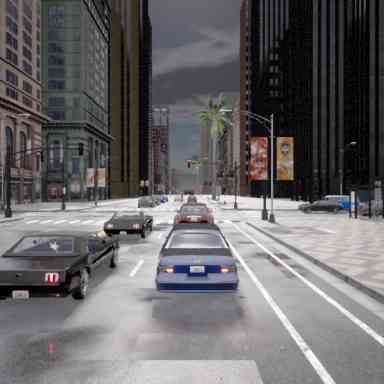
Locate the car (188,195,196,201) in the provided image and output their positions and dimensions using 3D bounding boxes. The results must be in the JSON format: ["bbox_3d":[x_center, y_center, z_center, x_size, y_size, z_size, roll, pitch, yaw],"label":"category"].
[{"bbox_3d":[-0.064,1.575,91.499,2.033,1.411,5.357,0,0,0],"label":"car"}]

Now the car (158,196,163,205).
[{"bbox_3d":[-6.617,1.526,58.064,1.837,1.490,4.892,0,0,0],"label":"car"}]

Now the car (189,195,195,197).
[{"bbox_3d":[0.040,1.552,70.530,1.812,1.442,4.674,0,0,0],"label":"car"}]

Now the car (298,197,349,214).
[{"bbox_3d":[13.714,1.520,35.500,4.674,1.442,1.812,0,0,2],"label":"car"}]

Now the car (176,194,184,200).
[{"bbox_3d":[-3.313,1.345,90.427,1.882,1.535,5.008,0,0,0],"label":"car"}]

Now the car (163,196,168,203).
[{"bbox_3d":[-6.559,1.503,67.568,1.882,1.535,5.008,0,0,0],"label":"car"}]

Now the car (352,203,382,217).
[{"bbox_3d":[17.051,1.558,29.643,4.403,1.369,2.008,0,0,0],"label":"car"}]

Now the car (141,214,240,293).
[{"bbox_3d":[0.096,1.550,8.986,2.033,1.411,5.357,0,0,0],"label":"car"}]

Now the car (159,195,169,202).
[{"bbox_3d":[-6.554,1.554,77.734,1.812,1.442,4.674,0,0,0],"label":"car"}]

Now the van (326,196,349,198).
[{"bbox_3d":[17.040,1.327,38.168,3.998,1.788,1.690,0,0,0],"label":"van"}]

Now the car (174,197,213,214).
[{"bbox_3d":[0.107,1.358,18.429,2.097,1.767,4.553,0,0,0],"label":"car"}]

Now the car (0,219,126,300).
[{"bbox_3d":[-3.155,1.603,8.356,1.895,1.301,4.718,0,0,0],"label":"car"}]

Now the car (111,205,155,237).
[{"bbox_3d":[-3.166,1.606,17.524,1.895,1.301,4.718,0,0,0],"label":"car"}]

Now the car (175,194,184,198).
[{"bbox_3d":[-3.306,1.547,80.423,1.812,1.442,4.674,0,0,0],"label":"car"}]

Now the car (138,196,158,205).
[{"bbox_3d":[-6.625,1.370,48.818,2.097,1.767,4.553,0,0,0],"label":"car"}]
